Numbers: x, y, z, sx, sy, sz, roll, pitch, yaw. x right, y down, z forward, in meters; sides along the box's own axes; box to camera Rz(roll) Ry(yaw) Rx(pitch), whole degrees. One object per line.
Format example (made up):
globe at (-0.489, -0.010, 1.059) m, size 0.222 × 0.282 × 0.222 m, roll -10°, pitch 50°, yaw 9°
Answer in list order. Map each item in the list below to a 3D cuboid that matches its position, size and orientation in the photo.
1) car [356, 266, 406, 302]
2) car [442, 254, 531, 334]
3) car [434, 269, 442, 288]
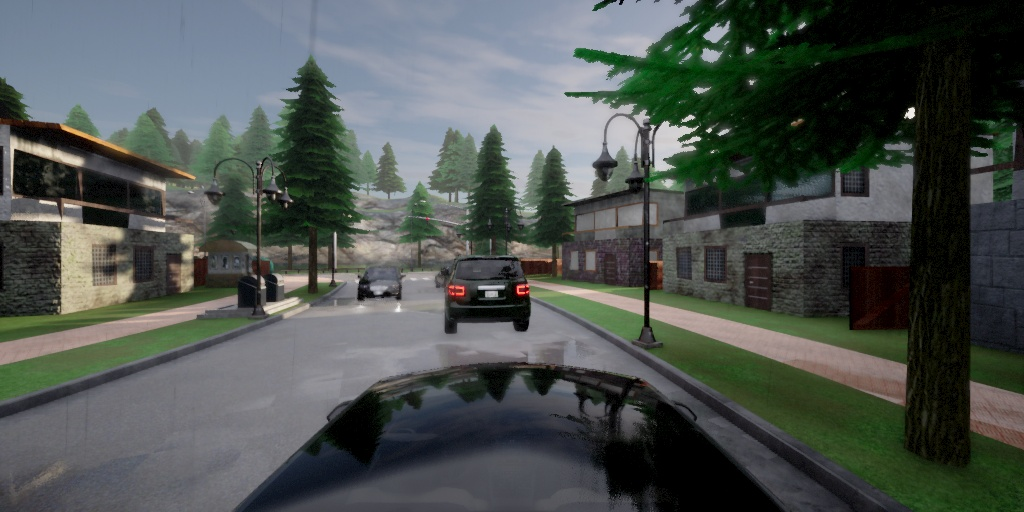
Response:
car at (-6.144, 1.242, 17.032) m, size 2.128 × 1.511 × 4.902 m, roll 0°, pitch 0°, yaw -16°
car at (-0.937, 0.971, 10.895) m, size 2.150 × 2.045 × 5.566 m, roll 0°, pitch 0°, yaw -10°
car at (-3.324, 1.297, 21.098) m, size 2.033 × 1.411 × 5.357 m, roll 0°, pitch 0°, yaw -21°
